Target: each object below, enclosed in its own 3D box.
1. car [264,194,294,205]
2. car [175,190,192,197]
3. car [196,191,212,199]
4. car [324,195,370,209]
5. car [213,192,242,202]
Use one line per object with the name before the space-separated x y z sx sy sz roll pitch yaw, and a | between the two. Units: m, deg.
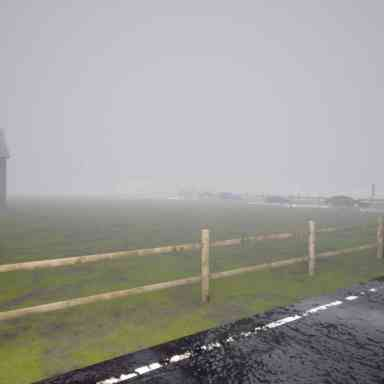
car | 11.996 1.020 46.127 1.994 1.385 4.181 0 1 -34
car | -1.916 0.362 71.761 1.837 1.490 4.892 0 1 -36
car | 2.653 0.597 65.423 1.837 1.490 4.892 0 1 -35
car | 17.717 1.112 38.098 1.882 1.535 5.008 0 1 -36
car | 6.097 0.751 54.376 1.882 1.535 5.008 0 1 -35
